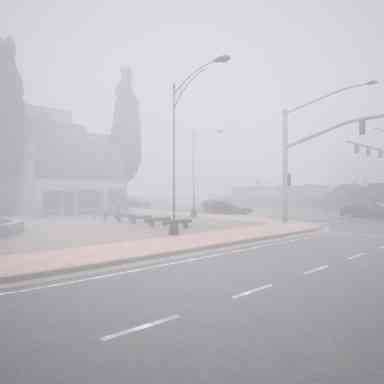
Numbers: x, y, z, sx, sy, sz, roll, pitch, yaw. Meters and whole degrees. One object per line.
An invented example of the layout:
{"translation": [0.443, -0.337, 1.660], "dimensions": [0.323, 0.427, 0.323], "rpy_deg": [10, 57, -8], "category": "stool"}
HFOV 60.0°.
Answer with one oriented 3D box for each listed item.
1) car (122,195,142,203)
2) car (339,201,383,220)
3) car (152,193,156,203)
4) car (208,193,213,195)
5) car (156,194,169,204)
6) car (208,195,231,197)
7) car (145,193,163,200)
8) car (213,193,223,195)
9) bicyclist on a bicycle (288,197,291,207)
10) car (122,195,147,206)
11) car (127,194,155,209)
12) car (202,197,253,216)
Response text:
{"translation": [-12.514, 1.478, 68.999], "dimensions": [1.882, 1.535, 5.008], "rpy_deg": [0, 0, -40], "category": "car"}
{"translation": [14.301, 1.477, 26.241], "dimensions": [1.882, 1.535, 5.008], "rpy_deg": [0, 0, -40], "category": "car"}
{"translation": [-9.146, 1.491, 59.660], "dimensions": [2.128, 1.511, 4.902], "rpy_deg": [0, 0, -40], "category": "car"}
{"translation": [4.955, 1.156, 71.218], "dimensions": [3.866, 1.878, 1.905], "rpy_deg": [0, 0, -42], "category": "car"}
{"translation": [-6.065, 1.564, 61.442], "dimensions": [1.994, 1.385, 4.181], "rpy_deg": [0, 0, -40], "category": "car"}
{"translation": [3.201, 1.492, 39.353], "dimensions": [2.128, 1.511, 4.902], "rpy_deg": [0, 0, -40], "category": "car"}
{"translation": [-10.018, 1.153, 88.037], "dimensions": [4.605, 1.855, 1.932], "rpy_deg": [0, 0, -42], "category": "car"}
{"translation": [6.873, 1.395, 69.050], "dimensions": [3.806, 1.475, 1.970], "rpy_deg": [0, 0, -42], "category": "car"}
{"translation": [12.890, 1.261, 44.827], "dimensions": [1.656, 1.620, 0.582], "rpy_deg": [-7, 4, -40], "category": "bicyclist on a bicycle"}
{"translation": [-9.389, 1.351, 54.278], "dimensions": [2.097, 1.767, 4.553], "rpy_deg": [0, 0, -40], "category": "car"}
{"translation": [-7.678, 1.477, 46.803], "dimensions": [1.882, 1.535, 5.008], "rpy_deg": [0, 0, -40], "category": "car"}
{"translation": [3.547, 1.547, 33.525], "dimensions": [2.033, 1.411, 5.357], "rpy_deg": [0, 0, -40], "category": "car"}
